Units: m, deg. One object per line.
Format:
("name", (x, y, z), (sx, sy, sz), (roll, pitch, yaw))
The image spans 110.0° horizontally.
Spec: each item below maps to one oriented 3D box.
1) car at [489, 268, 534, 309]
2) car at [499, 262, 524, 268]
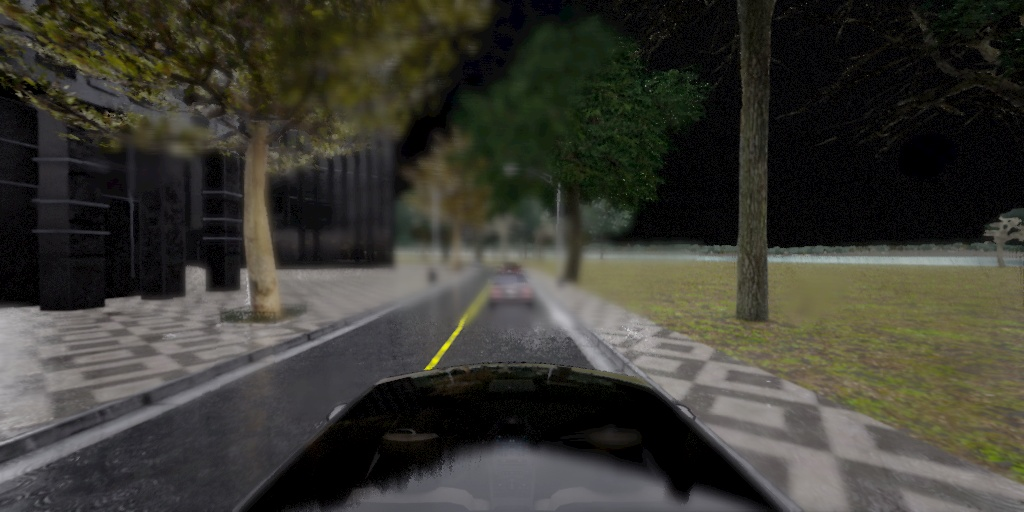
("car", (-0.013, 1.429, 15.835), (2.033, 1.411, 5.357), (0, 0, 0))
("car", (-0.052, 1.339, 30.930), (2.097, 1.767, 4.553), (0, -1, 0))
